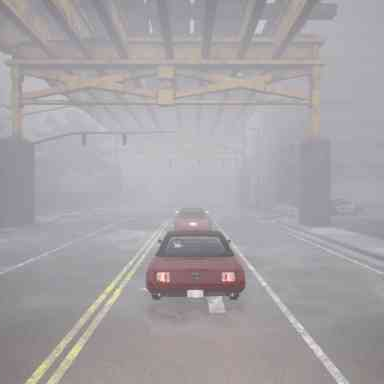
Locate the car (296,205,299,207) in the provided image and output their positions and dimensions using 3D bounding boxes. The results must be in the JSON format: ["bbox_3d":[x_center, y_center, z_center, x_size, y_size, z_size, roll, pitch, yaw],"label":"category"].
[{"bbox_3d":[13.479,1.239,34.633,4.536,1.218,1.853,0,0,25],"label":"car"}]

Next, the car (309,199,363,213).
[{"bbox_3d":[13.174,1.247,30.512,4.536,1.218,1.853,0,0,-20],"label":"car"}]

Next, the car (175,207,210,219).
[{"bbox_3d":[0.018,1.536,18.347,1.994,1.385,4.181,0,0,-1],"label":"car"}]

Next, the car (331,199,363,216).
[{"bbox_3d":[13.125,1.404,30.494,4.974,1.542,2.038,0,0,-20],"label":"car"}]

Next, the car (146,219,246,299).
[{"bbox_3d":[0.059,1.594,8.387,1.895,1.301,4.718,0,0,0],"label":"car"}]

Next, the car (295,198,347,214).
[{"bbox_3d":[13.432,1.396,34.655,4.974,1.542,2.038,0,0,25],"label":"car"}]
